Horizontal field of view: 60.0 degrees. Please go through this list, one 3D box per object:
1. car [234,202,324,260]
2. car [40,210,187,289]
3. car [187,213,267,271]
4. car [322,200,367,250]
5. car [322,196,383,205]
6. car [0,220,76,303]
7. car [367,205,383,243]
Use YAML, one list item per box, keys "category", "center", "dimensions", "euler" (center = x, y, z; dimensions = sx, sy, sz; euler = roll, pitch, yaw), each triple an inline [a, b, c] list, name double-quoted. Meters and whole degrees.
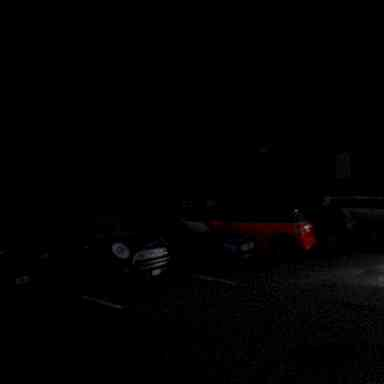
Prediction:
- category: "car"
  center: [2.266, 1.355, 12.649]
  dimensions: [4.553, 1.767, 2.185]
  euler: [-1, -1, 35]
- category: "car"
  center: [-2.693, 1.360, 9.240]
  dimensions: [4.553, 1.767, 2.185]
  euler: [-1, -1, 35]
- category: "car"
  center: [-0.213, 1.523, 10.945]
  dimensions: [4.674, 1.452, 2.002]
  euler: [-1, -1, 35]
- category: "car"
  center: [4.721, 1.354, 14.375]
  dimensions: [4.553, 1.767, 2.185]
  euler: [-1, -1, 35]
- category: "car"
  center: [9.638, 1.229, 17.839]
  dimensions: [5.566, 2.045, 2.435]
  euler: [-1, -1, 35]
- category: "car"
  center: [-5.123, 1.488, 7.476]
  dimensions: [5.008, 1.535, 2.097]
  euler: [-1, -1, 35]
- category: "car"
  center: [7.184, 1.510, 16.112]
  dimensions: [4.792, 1.488, 2.163]
  euler: [-1, -1, 35]
